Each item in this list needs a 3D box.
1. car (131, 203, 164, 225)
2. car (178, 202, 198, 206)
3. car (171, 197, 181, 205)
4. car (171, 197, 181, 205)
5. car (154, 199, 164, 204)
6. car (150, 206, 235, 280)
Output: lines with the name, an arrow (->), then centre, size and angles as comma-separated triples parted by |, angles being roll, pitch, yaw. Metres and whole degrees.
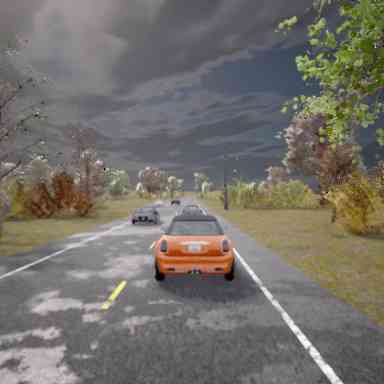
car -> -3.692, 1.873, 27.034 | 1.994, 1.385, 4.181 | 0, -1, 0
car -> 0.012, 1.884, 29.536 | 2.033, 1.411, 5.357 | 0, -1, 0
car -> -3.786, 2.059, 79.128 | 2.097, 1.767, 4.553 | 0, -1, 0
car -> -3.644, 2.073, 71.762 | 1.837, 1.490, 4.892 | 0, -1, -2
car -> -6.669, 2.244, 67.554 | 1.812, 1.442, 4.674 | 0, -1, -6
car -> 0.071, 1.474, 10.545 | 2.097, 1.767, 4.553 | 0, -1, 0
